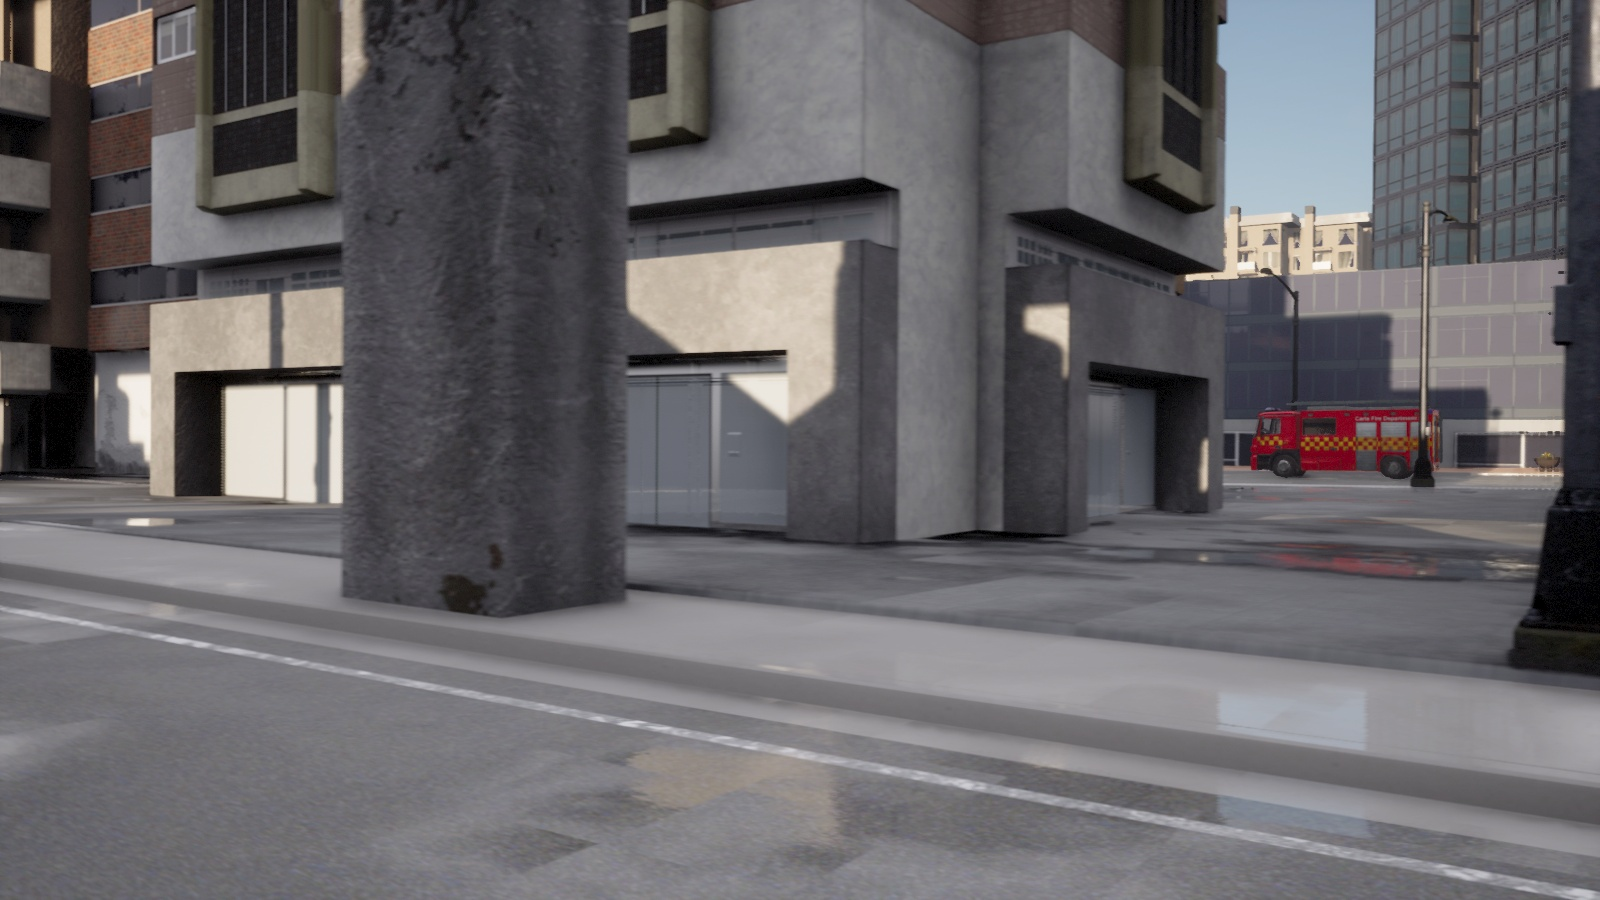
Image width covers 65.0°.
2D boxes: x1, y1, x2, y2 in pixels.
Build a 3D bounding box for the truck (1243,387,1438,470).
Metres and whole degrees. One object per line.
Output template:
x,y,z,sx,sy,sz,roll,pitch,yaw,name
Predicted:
26.868,-0.990,62.580,8.468,3.827,2.891,-1,0,33,truck
